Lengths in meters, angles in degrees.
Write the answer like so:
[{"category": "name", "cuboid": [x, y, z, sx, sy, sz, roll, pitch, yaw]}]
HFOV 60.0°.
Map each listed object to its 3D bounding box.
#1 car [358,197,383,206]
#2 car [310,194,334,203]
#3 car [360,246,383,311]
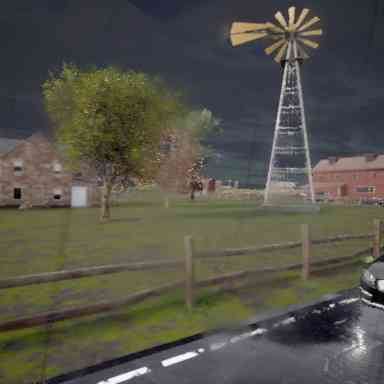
[{"category": "car", "cuboid": [30.423, 1.580, 56.525, 1.994, 1.385, 4.181, 2, 0, -35]}, {"category": "car", "cuboid": [25.068, 1.251, 64.085, 2.097, 1.767, 4.553, 2, 0, -35]}, {"category": "car", "cuboid": [5.378, 1.541, 6.863, 4.902, 1.511, 2.128, 1, 0, -36]}]
